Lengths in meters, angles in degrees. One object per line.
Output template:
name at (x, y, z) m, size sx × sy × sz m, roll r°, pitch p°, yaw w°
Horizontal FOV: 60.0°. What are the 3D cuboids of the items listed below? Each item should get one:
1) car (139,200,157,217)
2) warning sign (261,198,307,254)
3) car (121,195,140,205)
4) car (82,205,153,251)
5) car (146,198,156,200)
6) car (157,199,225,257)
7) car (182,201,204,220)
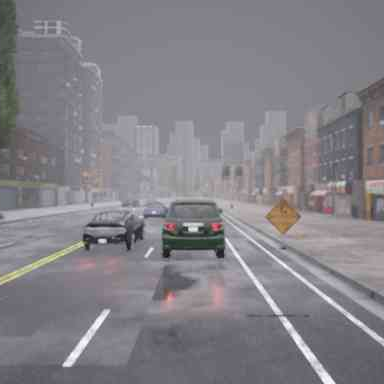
car at (-3.175, 1.669, 29.735) m, size 1.994 × 1.385 × 4.181 m, roll 0°, pitch 0°, yaw 0°
warning sign at (3.221, 1.153, 11.794) m, size 1.300 × 1.860 × 1.060 m, roll 0°, pitch -1°, yaw 0°
car at (-9.813, 1.456, 53.381) m, size 2.150 × 2.045 × 5.566 m, roll 0°, pitch -1°, yaw 0°
car at (-3.180, 1.540, 14.304) m, size 2.128 × 1.511 × 4.902 m, roll 0°, pitch 0°, yaw 0°
car at (-6.567, 1.740, 53.342) m, size 1.837 × 1.490 × 4.892 m, roll 0°, pitch -1°, yaw 0°
car at (0.065, 1.267, 13.177) m, size 2.150 × 2.045 × 5.566 m, roll 0°, pitch 0°, yaw 0°
car at (0.076, 1.632, 30.237) m, size 1.812 × 1.442 × 4.674 m, roll 0°, pitch 0°, yaw 0°
